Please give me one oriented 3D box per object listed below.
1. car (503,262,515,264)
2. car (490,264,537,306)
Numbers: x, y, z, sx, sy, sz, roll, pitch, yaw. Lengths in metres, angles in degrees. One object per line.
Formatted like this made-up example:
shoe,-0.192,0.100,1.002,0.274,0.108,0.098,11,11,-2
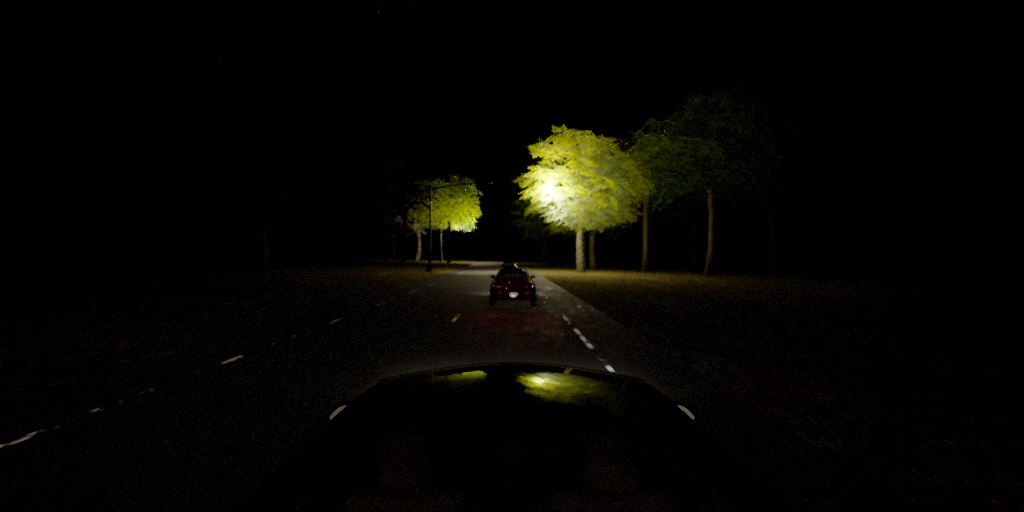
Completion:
car,-0.286,1.271,34.874,1.994,1.385,4.181,0,0,-1
car,0.033,1.241,15.365,1.812,1.442,4.674,0,0,0
